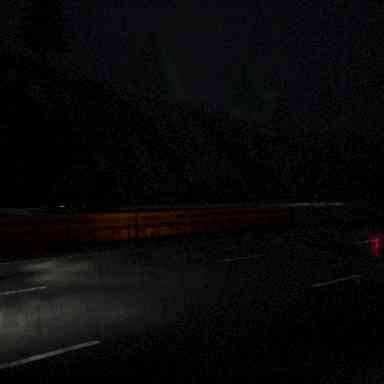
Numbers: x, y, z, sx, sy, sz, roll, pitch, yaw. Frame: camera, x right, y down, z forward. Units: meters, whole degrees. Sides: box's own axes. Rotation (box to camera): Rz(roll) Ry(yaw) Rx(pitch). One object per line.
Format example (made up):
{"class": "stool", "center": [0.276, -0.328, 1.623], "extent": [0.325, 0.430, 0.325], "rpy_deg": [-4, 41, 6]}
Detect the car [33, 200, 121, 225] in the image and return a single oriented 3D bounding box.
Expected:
{"class": "car", "center": [-6.760, 1.497, 20.430], "extent": [4.902, 1.511, 2.128], "rpy_deg": [0, 0, -33]}

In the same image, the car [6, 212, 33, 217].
{"class": "car", "center": [-9.988, 1.604, 22.508], "extent": [4.718, 1.301, 1.895], "rpy_deg": [0, 0, -34]}

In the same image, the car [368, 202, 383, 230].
{"class": "car", "center": [13.042, 1.512, 19.679], "extent": [4.902, 1.511, 2.128], "rpy_deg": [0, 0, -27]}

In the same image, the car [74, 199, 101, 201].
{"class": "car", "center": [-8.657, 1.555, 27.598], "extent": [5.357, 1.411, 2.033], "rpy_deg": [0, 0, -33]}

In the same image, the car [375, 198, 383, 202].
{"class": "car", "center": [27.626, 1.647, 44.924], "extent": [4.718, 1.301, 1.895], "rpy_deg": [0, 0, -18]}
